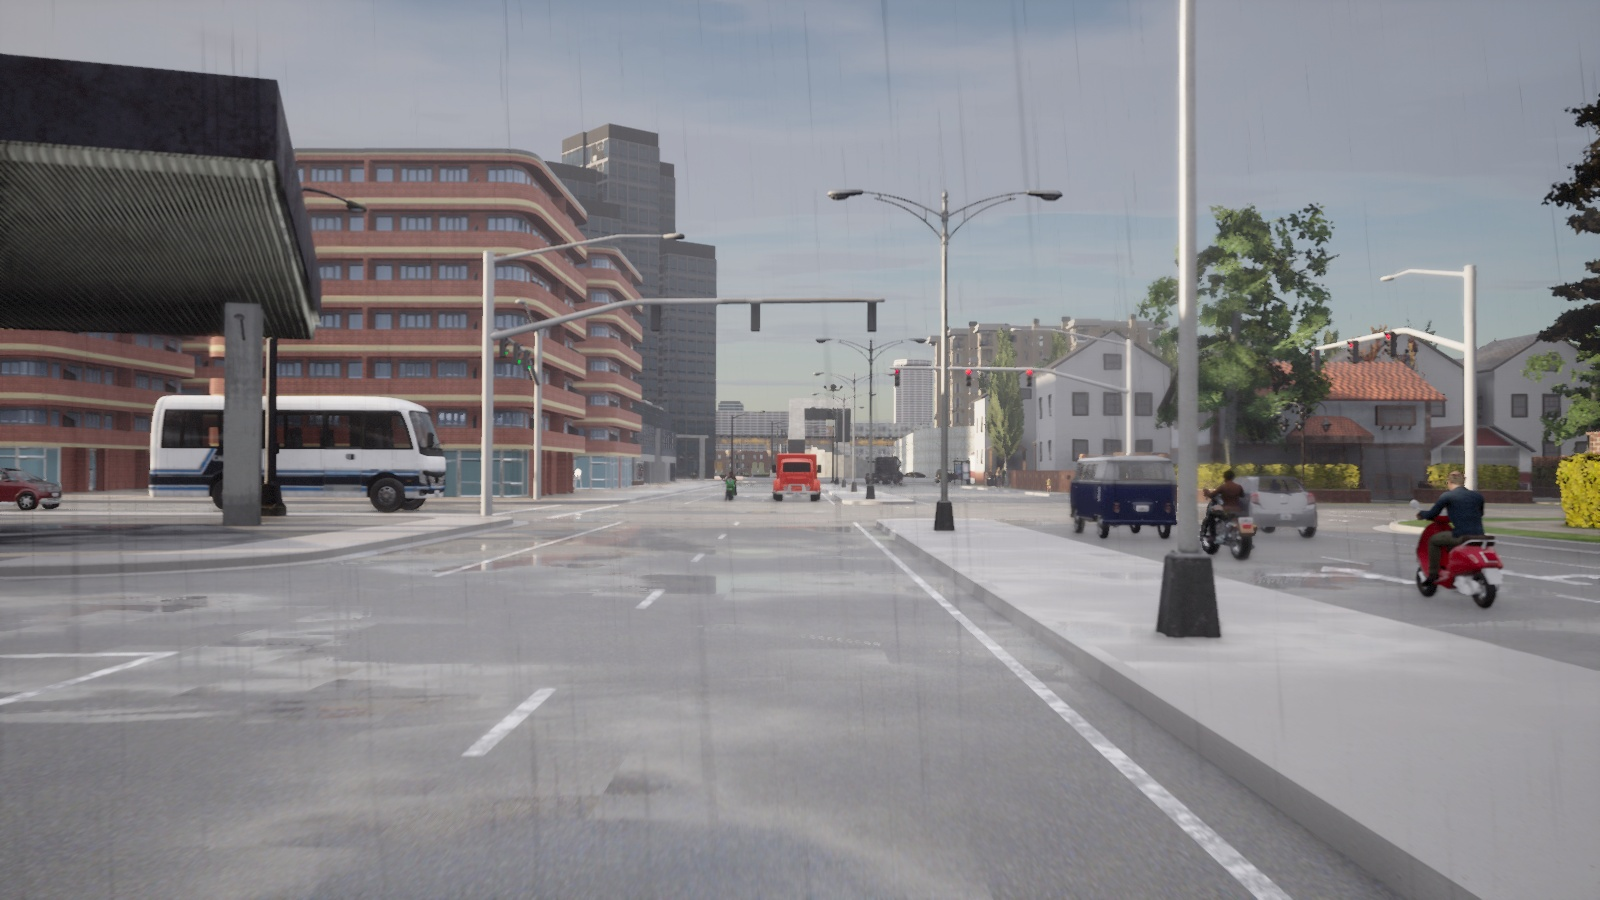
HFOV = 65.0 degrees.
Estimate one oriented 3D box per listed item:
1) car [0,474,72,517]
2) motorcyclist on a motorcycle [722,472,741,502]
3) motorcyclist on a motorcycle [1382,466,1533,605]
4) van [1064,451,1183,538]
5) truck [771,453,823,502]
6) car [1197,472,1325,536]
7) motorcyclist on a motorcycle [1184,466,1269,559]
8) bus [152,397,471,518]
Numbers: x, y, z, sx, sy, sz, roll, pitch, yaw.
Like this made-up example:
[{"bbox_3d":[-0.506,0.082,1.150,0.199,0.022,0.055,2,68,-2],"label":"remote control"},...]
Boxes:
[{"bbox_3d":[-29.281,1.688,46.435,3.705,1.549,1.789,0,-1,-1],"label":"car"},{"bbox_3d":[-3.565,1.907,65.460,0.797,1.523,2.044,0,-1,2],"label":"motorcyclist on a motorcycle"},{"bbox_3d":[7.963,0.993,15.313,0.866,1.590,1.817,0,-1,0],"label":"motorcyclist on a motorcycle"},{"bbox_3d":[7.924,1.058,31.172,1.775,1.987,4.442,0,-1,0],"label":"van"},{"bbox_3d":[-0.163,1.442,66.489,2.627,2.467,5.204,0,-1,0],"label":"truck"},{"bbox_3d":[11.424,1.308,31.397,1.845,1.501,3.633,0,-1,0],"label":"car"},{"bbox_3d":[7.943,1.127,23.501,0.766,1.649,2.350,0,-1,0],"label":"motorcyclist on a motorcycle"},{"bbox_3d":[-17.891,0.291,46.672,10.273,4.253,3.944,0,-1,-1],"label":"bus"}]
